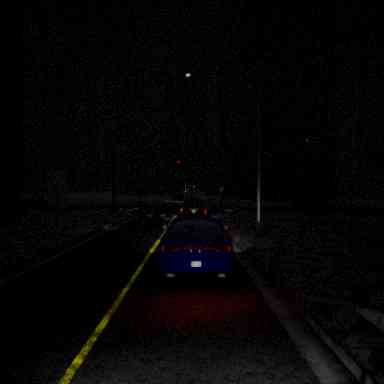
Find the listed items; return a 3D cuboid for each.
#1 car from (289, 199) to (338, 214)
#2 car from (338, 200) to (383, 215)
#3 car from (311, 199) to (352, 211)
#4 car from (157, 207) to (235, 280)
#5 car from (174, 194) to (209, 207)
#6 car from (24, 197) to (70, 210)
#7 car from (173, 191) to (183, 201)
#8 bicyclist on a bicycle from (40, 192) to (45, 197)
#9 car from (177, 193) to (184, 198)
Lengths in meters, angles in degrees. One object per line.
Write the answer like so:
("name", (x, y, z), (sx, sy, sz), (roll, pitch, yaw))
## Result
("car", (12.147, 1.610, 34.070), (4.313, 1.339, 1.947), (1, -1, 0))
("car", (17.960, 1.660, 34.069), (4.829, 1.417, 1.752), (1, -1, 0))
("car", (17.802, 1.637, 42.593), (4.403, 1.369, 2.008), (1, -1, 0))
("car", (0.103, 1.429, 9.865), (1.882, 1.535, 5.008), (0, 0, 0))
("car", (0.128, 1.239, 23.389), (2.097, 1.767, 4.553), (0, 0, 1))
("car", (-14.761, 1.203, 33.983), (4.403, 1.369, 2.008), (1, -1, 0))
("car", (-2.982, 0.881, 71.804), (2.150, 2.045, 5.566), (0, 0, 0))
("bicyclist on a bicycle", (-20.481, 0.811, 45.468), (0.582, 1.620, 1.656), (1, 1, 0))
("car", (-2.978, 0.928, 88.275), (1.812, 1.442, 4.674), (0, 0, 0))
